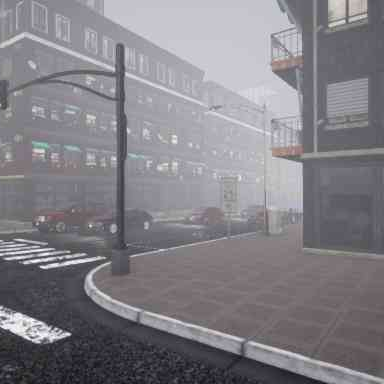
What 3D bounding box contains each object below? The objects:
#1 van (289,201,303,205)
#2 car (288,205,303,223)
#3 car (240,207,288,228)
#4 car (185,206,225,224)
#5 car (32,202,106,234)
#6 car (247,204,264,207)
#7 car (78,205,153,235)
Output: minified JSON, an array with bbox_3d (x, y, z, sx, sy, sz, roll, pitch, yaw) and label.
[{"bbox_3d":[18.527,2.463,58.822,1.690,1.788,3.998,-2,-2,35],"label":"van"},{"bbox_3d":[9.030,2.120,30.824,2.008,1.369,4.403,-2,-2,35],"label":"car"},{"bbox_3d":[5.758,2.048,26.174,1.802,1.307,4.206,-2,-2,35],"label":"car"},{"bbox_3d":[1.294,2.020,29.803,1.812,1.442,4.674,0,-1,35],"label":"car"},{"bbox_3d":[-7.647,1.603,21.641,2.192,1.841,5.009,-1,-2,35],"label":"car"},{"bbox_3d":[7.270,2.189,38.280,1.837,1.490,4.892,0,-1,36],"label":"car"},{"bbox_3d":[-4.561,1.814,21.500,1.837,1.490,4.892,0,-1,35],"label":"car"}]
